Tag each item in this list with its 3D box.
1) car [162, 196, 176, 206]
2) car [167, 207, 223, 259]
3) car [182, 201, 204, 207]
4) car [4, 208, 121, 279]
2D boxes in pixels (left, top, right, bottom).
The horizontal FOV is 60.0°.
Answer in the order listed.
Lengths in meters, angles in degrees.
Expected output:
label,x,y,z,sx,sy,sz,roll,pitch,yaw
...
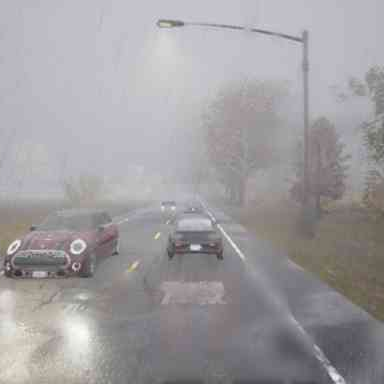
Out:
label,x,y,z,sx,sy,sz,roll,pitch,yaw
car,-3.573,1.388,51.428,1.882,1.535,5.008,0,0,0
car,0.094,1.514,12.407,1.812,1.442,4.674,0,0,0
car,0.100,1.504,30.677,2.033,1.411,5.357,0,0,0
car,-3.599,1.342,10.077,2.097,1.767,4.553,0,0,0
